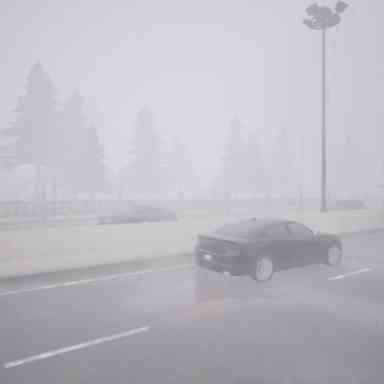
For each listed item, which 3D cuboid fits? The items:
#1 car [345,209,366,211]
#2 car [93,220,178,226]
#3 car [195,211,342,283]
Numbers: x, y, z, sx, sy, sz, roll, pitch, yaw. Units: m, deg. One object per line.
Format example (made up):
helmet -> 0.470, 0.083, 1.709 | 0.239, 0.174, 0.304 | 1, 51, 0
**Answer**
car -> 11.213, 1.363, 24.882 | 4.553, 1.767, 2.097 | 0, 0, -35
car -> -3.114, 1.497, 18.969 | 4.902, 1.511, 2.128 | 0, 0, -35
car -> 2.412, 1.482, 9.769 | 5.008, 1.535, 1.882 | 0, 0, -36
